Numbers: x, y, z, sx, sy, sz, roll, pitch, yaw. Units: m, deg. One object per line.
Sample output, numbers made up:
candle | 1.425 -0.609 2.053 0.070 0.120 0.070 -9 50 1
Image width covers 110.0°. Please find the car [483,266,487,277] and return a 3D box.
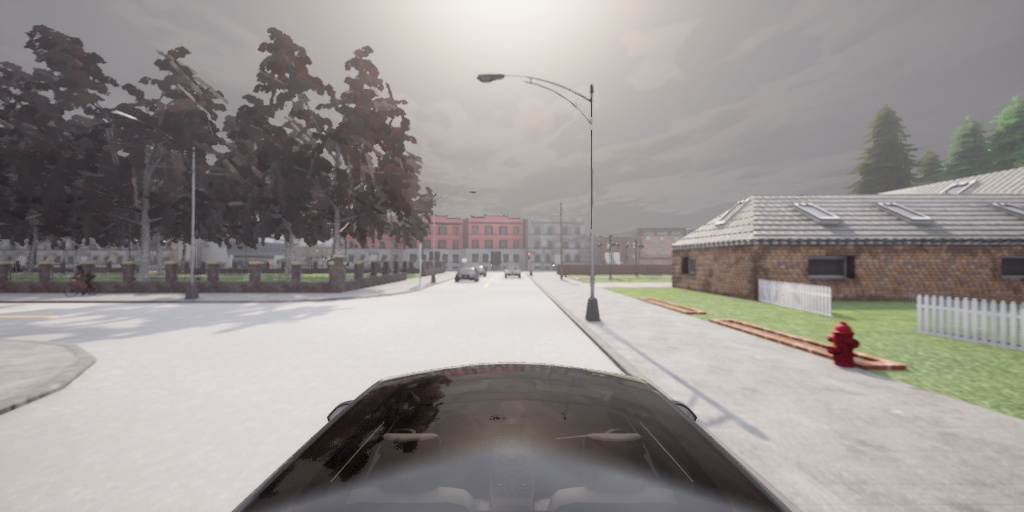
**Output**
car | -4.091 1.840 43.649 1.994 1.385 4.181 0 -1 0

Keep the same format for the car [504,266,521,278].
car | 0.085 1.852 41.638 1.895 1.301 4.718 0 -1 0

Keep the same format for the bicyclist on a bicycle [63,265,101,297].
bicyclist on a bicycle | -22.647 1.315 18.919 0.582 1.620 1.656 0 0 0

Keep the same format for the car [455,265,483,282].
car | -4.111 1.715 33.664 1.994 1.385 4.181 0 -1 0
